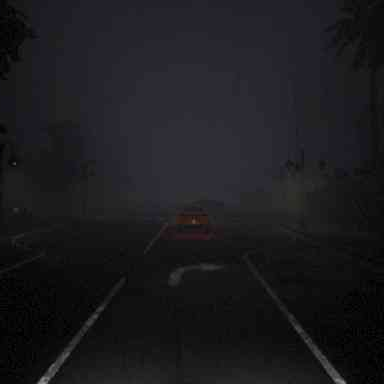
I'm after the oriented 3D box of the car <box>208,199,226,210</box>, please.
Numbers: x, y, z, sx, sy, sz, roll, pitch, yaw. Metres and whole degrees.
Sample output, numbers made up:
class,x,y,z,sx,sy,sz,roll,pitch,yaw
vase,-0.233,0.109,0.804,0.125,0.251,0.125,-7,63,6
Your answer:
class,x,y,z,sx,sy,sz,roll,pitch,yaw
car,1.954,1.470,39.251,2.033,1.411,5.357,-1,0,37

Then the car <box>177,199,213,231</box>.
class,x,y,z,sx,sy,sz,roll,pitch,yaw
car,0.099,1.470,20.721,1.882,1.535,5.008,0,0,0
